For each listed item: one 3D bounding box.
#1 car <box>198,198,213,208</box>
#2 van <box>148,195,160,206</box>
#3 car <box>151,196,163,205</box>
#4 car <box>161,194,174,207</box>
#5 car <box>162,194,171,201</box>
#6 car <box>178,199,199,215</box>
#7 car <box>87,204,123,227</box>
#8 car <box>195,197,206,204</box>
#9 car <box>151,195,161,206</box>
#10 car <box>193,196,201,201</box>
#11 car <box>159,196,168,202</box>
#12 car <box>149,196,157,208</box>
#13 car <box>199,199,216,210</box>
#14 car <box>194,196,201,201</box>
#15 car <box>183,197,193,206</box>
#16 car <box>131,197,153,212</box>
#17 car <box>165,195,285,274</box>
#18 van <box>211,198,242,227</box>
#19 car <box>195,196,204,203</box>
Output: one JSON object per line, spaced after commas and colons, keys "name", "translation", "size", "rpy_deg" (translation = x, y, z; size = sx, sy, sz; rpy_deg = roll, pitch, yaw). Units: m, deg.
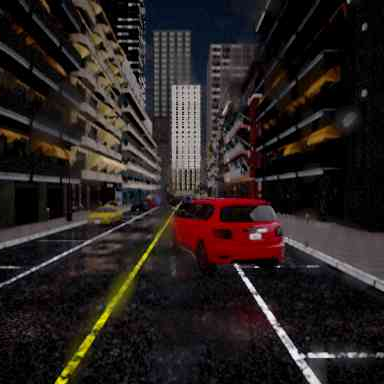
{"name": "car", "translation": [1.994, 1.651, 51.328], "size": [2.008, 1.369, 4.403], "rpy_deg": [-1, 0, -1]}
{"name": "van", "translation": [-6.462, 1.454, 56.752], "size": [1.690, 1.788, 3.998], "rpy_deg": [-1, 0, -1]}
{"name": "car", "translation": [-6.535, 1.566, 62.275], "size": [1.967, 1.590, 4.097], "rpy_deg": [-1, 0, -1]}
{"name": "car", "translation": [-3.729, 1.332, 53.331], "size": [2.150, 2.045, 5.566], "rpy_deg": [0, -1, 0]}
{"name": "car", "translation": [-6.908, 1.507, 89.889], "size": [2.192, 1.841, 5.009], "rpy_deg": [-1, 0, -1]}
{"name": "car", "translation": [-0.382, 1.559, 35.788], "size": [2.128, 1.511, 4.902], "rpy_deg": [0, 0, -1]}
{"name": "car", "translation": [-6.013, 1.569, 23.444], "size": [1.752, 1.417, 4.829], "rpy_deg": [0, 0, -1]}
{"name": "car", "translation": [1.772, 1.688, 67.897], "size": [2.008, 1.369, 4.403], "rpy_deg": [-1, 0, -1]}
{"name": "car", "translation": [-6.386, 1.646, 51.229], "size": [1.887, 1.381, 4.507], "rpy_deg": [-1, 0, -1]}
{"name": "car", "translation": [1.401, 1.756, 95.511], "size": [2.008, 1.369, 4.403], "rpy_deg": [-1, 0, -1]}
{"name": "car", "translation": [-6.757, 1.731, 78.844], "size": [1.947, 1.339, 4.313], "rpy_deg": [-1, 0, -1]}
{"name": "car", "translation": [-6.311, 1.634, 45.705], "size": [1.887, 1.381, 4.507], "rpy_deg": [-1, 0, -1]}
{"name": "car", "translation": [2.069, 1.639, 45.805], "size": [2.008, 1.369, 4.403], "rpy_deg": [-1, 0, -1]}
{"name": "car", "translation": [1.475, 1.736, 89.988], "size": [1.887, 1.381, 4.507], "rpy_deg": [-1, 0, -1]}
{"name": "car", "translation": [-0.698, 1.645, 59.482], "size": [1.812, 1.442, 4.674], "rpy_deg": [0, 0, -1]}
{"name": "car", "translation": [-6.237, 1.644, 40.182], "size": [1.947, 1.339, 4.313], "rpy_deg": [0, 0, -1]}
{"name": "car", "translation": [0.845, 1.239, 10.985], "size": [2.150, 2.045, 5.566], "rpy_deg": [0, 0, -16]}
{"name": "van", "translation": [2.364, 1.385, 23.715], "size": [1.690, 1.788, 3.998], "rpy_deg": [-1, 0, -1]}
{"name": "car", "translation": [1.695, 1.676, 73.590], "size": [1.752, 1.417, 4.829], "rpy_deg": [-1, 0, -1]}
